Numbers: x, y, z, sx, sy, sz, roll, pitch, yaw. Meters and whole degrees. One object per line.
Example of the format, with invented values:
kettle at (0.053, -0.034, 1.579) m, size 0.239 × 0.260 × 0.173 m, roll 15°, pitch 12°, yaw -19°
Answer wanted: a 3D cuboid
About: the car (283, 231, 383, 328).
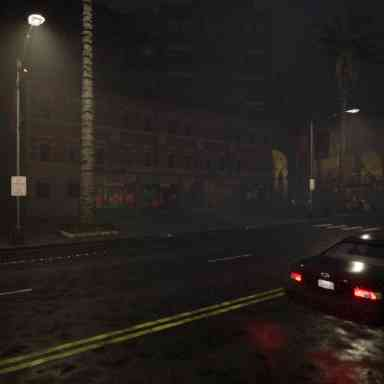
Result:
car at (4.212, 1.547, 6.863) m, size 5.357 × 1.411 × 2.033 m, roll 0°, pitch 0°, yaw -36°
